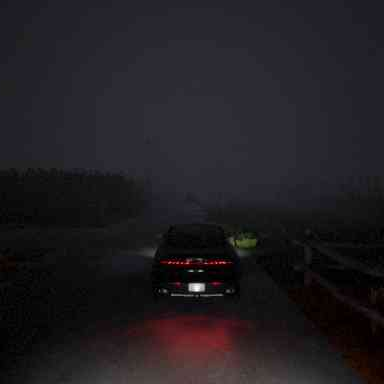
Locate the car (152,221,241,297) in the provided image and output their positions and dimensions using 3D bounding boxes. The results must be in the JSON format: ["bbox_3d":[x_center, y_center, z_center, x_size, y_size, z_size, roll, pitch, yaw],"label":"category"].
[{"bbox_3d":[0.096,1.502,8.541,1.837,1.490,4.892,0,0,0],"label":"car"}]

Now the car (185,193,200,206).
[{"bbox_3d":[0.039,1.205,53.614,2.150,2.045,5.566,0,0,0],"label":"car"}]
